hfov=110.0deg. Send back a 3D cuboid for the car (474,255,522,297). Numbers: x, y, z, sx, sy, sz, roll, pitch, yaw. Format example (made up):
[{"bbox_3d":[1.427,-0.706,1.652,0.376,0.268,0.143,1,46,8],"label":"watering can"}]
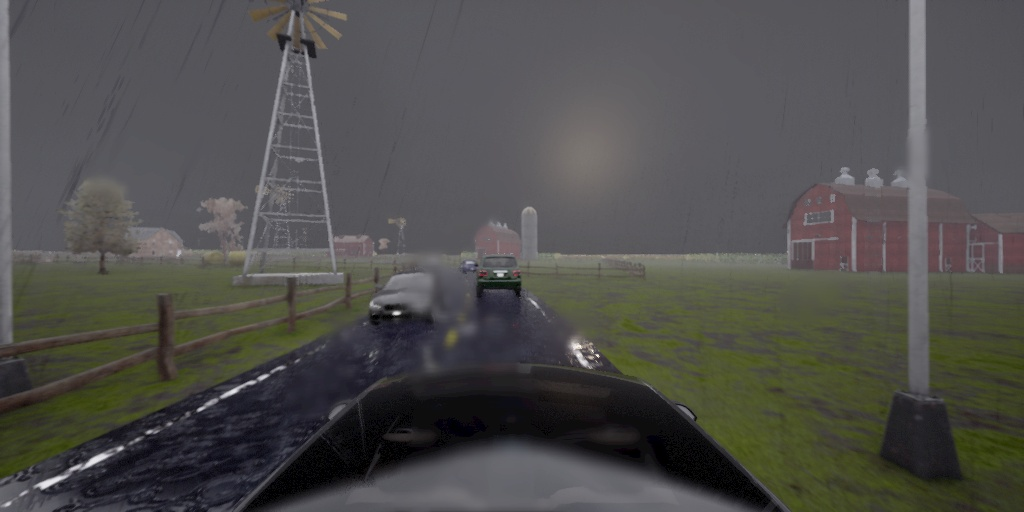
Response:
[{"bbox_3d":[-0.805,0.947,18.989,2.150,2.045,5.566,0,0,-6],"label":"car"}]

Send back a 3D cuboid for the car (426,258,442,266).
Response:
[{"bbox_3d":[-11.320,1.087,51.792,1.837,1.490,4.892,0,0,-19],"label":"car"}]

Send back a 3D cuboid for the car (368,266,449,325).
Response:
[{"bbox_3d":[-3.204,1.253,11.898,1.837,1.490,4.892,0,0,-4],"label":"car"}]

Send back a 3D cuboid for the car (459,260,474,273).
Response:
[{"bbox_3d":[-4.841,1.163,40.705,1.812,1.442,4.674,-1,0,-14],"label":"car"}]
